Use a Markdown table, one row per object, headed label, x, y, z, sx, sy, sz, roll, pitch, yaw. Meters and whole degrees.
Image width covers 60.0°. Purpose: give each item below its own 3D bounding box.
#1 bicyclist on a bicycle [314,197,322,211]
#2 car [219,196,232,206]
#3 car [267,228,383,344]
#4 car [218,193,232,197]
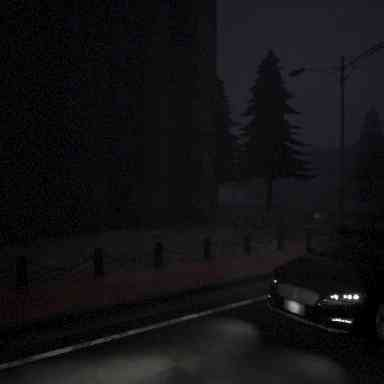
| label | x | y | z | sx | sy | sz | roll | pitch | yaw |
| --- | --- | --- | --- | --- | --- | --- | --- | --- | --- |
| bicyclist on a bicycle | 14.879 | 1.370 | 39.116 | 1.656 | 1.620 | 0.582 | 0 | 0 | -37 |
| car | 2.612 | 1.583 | 42.943 | 1.812 | 1.442 | 4.674 | 0 | 0 | -37 |
| car | 3.565 | 1.502 | 6.515 | 4.902 | 1.511 | 2.128 | 0 | 0 | -35 |
| car | 8.498 | 1.209 | 94.913 | 1.932 | 1.855 | 4.605 | 0 | 0 | -37 |
